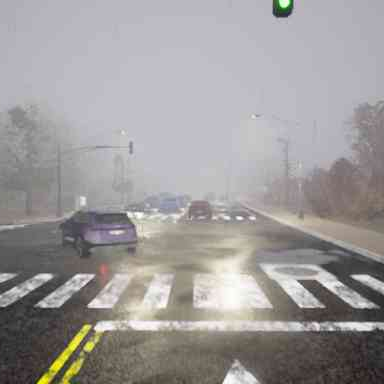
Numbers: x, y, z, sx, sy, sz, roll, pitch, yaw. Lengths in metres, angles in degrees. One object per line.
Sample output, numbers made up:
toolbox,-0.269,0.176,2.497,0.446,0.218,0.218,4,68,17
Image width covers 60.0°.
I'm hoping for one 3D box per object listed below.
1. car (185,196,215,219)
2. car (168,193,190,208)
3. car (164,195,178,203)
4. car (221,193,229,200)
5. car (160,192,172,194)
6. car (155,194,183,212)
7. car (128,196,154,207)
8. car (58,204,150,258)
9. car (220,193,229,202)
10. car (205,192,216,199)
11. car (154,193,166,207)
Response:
car,0.720,1.346,27.917,1.882,1.535,5.008,0,0,2
car,-1.797,1.251,45.207,1.882,1.535,5.008,0,0,4
car,-3.805,1.236,61.117,1.994,1.385,4.181,0,1,6
car,7.765,1.035,78.442,1.837,1.490,4.892,0,0,7
car,-4.357,0.941,54.379,2.150,2.045,5.566,0,0,5
car,-2.364,1.304,35.734,1.882,1.535,5.008,0,0,3
car,-5.642,1.395,35.007,1.994,1.385,4.181,0,0,4
car,-3.693,1.375,12.688,2.033,1.649,4.856,1,0,-34
car,6.552,1.225,67.019,1.895,1.301,4.718,0,0,5
car,3.239,1.195,66.477,1.994,1.385,4.181,0,0,6
car,-5.139,1.260,43.886,1.882,1.535,5.008,0,0,4
